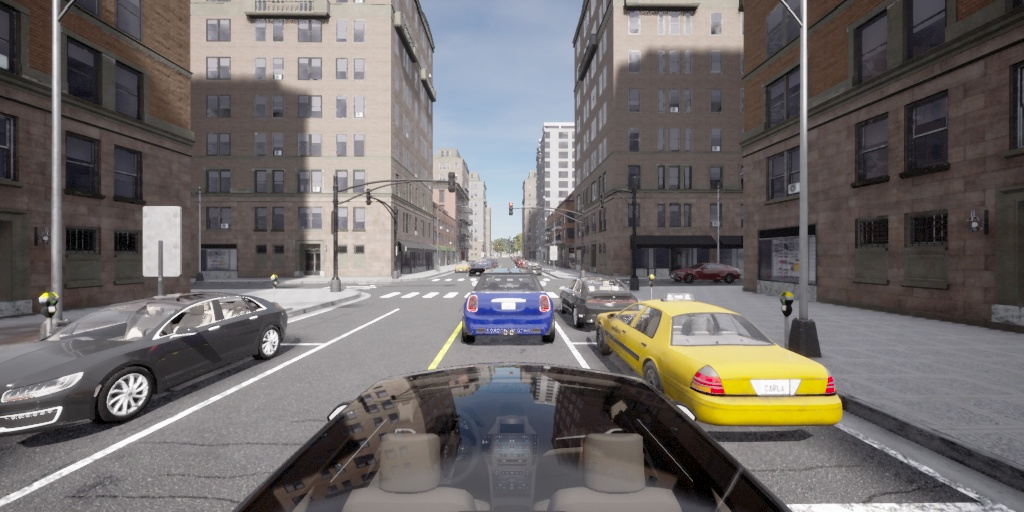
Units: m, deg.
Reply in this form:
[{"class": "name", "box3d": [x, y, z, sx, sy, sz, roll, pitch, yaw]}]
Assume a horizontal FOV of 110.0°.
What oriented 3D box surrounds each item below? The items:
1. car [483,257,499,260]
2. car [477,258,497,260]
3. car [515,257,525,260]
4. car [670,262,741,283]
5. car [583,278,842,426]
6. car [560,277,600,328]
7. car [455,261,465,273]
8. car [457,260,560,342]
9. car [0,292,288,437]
[{"class": "car", "box3d": [-3.497, 1.308, 56.270, 1.994, 1.385, 4.181, 0, 0, -1]}, {"class": "car", "box3d": [-3.381, 1.294, 46.264, 2.033, 1.411, 5.357, 0, 0, 0]}, {"class": "car", "box3d": [1.925, 1.182, 60.729, 1.967, 1.591, 4.097, 0, 0, -1]}, {"class": "car", "box3d": [13.930, 1.186, 25.907, 4.674, 1.442, 1.812, 0, 0, 1]}, {"class": "car", "box3d": [2.602, 1.275, 5.894, 1.751, 1.417, 4.829, 0, 0, -1]}, {"class": "car", "box3d": [2.533, 1.300, 11.130, 2.007, 1.370, 4.403, 0, 0, -1]}, {"class": "car", "box3d": [-5.889, 1.272, 43.415, 1.751, 1.417, 4.829, 0, 0, -1]}, {"class": "car", "box3d": [-0.085, 1.102, 9.885, 2.097, 1.767, 4.553, 0, 0, 0]}, {"class": "car", "box3d": [-5.429, 1.300, 5.625, 2.007, 1.370, 4.403, 0, 0, -1]}]
